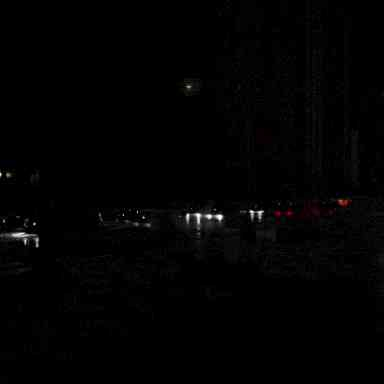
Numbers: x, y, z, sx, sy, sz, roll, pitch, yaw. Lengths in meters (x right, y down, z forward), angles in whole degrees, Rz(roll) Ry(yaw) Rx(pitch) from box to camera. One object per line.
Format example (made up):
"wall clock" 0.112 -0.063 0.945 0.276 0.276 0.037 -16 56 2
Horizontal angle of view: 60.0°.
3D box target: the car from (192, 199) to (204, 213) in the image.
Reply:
"car" 1.350 1.555 37.686 1.812 1.442 4.674 0 0 36

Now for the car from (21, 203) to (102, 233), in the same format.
"car" -7.469 1.573 19.838 1.994 1.385 4.181 0 0 36

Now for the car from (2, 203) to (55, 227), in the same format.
"car" -9.862 1.495 22.080 2.128 1.511 4.902 0 0 36

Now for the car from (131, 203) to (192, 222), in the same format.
"car" -2.373 1.621 26.937 1.895 1.301 4.718 0 0 36

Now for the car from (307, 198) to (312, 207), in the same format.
"car" 18.338 1.596 50.037 1.812 1.442 4.674 0 0 36

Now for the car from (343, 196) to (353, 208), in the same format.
"car" 23.469 1.434 51.444 2.097 1.767 4.553 0 0 36

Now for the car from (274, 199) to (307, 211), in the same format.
"car" 12.354 1.581 41.620 1.812 1.442 4.674 0 0 36

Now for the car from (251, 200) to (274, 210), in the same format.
"car" 9.346 1.540 43.180 2.128 1.511 4.902 0 0 36

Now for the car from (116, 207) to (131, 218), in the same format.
"car" -4.458 1.616 29.603 1.895 1.301 4.718 0 0 36

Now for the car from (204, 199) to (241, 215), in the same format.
"car" 3.477 1.598 35.065 1.994 1.385 4.181 0 0 36

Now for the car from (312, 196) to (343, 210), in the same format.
"car" 17.805 1.420 43.551 2.097 1.767 4.553 0 0 36
